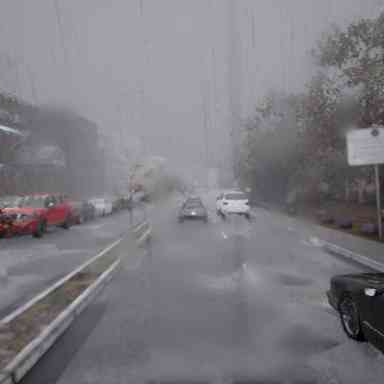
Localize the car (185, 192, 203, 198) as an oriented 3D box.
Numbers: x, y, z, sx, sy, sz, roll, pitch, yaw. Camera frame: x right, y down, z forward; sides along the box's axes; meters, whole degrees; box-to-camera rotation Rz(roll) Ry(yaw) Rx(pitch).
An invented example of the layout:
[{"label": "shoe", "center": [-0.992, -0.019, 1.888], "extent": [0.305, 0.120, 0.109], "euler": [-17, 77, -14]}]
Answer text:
[{"label": "car", "center": [0.309, 1.123, 41.346], "extent": [1.837, 1.490, 4.892], "euler": [0, 1, 2]}]

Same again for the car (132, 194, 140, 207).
[{"label": "car", "center": [-7.927, 1.150, 39.480], "extent": [2.002, 1.452, 4.674], "euler": [0, 1, 0]}]

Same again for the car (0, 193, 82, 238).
[{"label": "car", "center": [-8.038, 1.088, 17.262], "extent": [2.435, 2.045, 5.566], "euler": [0, 1, 0]}]

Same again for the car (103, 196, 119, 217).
[{"label": "car", "center": [-7.983, 1.270, 28.388], "extent": [2.002, 1.452, 4.674], "euler": [0, 1, 0]}]

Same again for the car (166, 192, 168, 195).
[{"label": "car", "center": [-7.203, 0.685, 72.646], "extent": [1.946, 1.575, 5.366], "euler": [0, 1, 5]}]

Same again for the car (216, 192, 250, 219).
[{"label": "car", "center": [3.237, 0.988, 26.859], "extent": [2.150, 2.045, 5.566], "euler": [0, 1, 0]}]

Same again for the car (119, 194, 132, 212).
[{"label": "car", "center": [-7.954, 1.201, 33.904], "extent": [2.163, 1.488, 4.792], "euler": [0, 1, 0]}]

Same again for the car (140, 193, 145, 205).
[{"label": "car", "center": [-7.900, 1.047, 45.030], "extent": [2.231, 1.521, 4.892], "euler": [0, 1, 0]}]

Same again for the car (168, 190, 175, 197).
[{"label": "car", "center": [-6.247, 0.531, 83.621], "extent": [1.946, 1.575, 5.366], "euler": [0, 1, 7]}]

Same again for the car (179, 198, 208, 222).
[{"label": "car", "center": [0.086, 1.359, 23.861], "extent": [1.994, 1.385, 4.181], "euler": [0, 1, 0]}]

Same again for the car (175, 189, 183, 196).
[{"label": "car", "center": [-4.837, 0.374, 94.857], "extent": [2.231, 1.521, 4.892], "euler": [0, 1, 9]}]

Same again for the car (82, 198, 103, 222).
[{"label": "car", "center": [-8.010, 1.316, 22.809], "extent": [2.163, 1.488, 4.792], "euler": [0, 1, 0]}]

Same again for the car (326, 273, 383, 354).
[{"label": "car", "center": [3.248, 1.521, 3.314], "extent": [2.033, 1.411, 5.357], "euler": [0, 0, 0]}]

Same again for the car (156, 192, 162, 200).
[{"label": "car", "center": [-7.608, 0.815, 65.617], "extent": [2.163, 1.488, 4.792], "euler": [0, 1, 3]}]
